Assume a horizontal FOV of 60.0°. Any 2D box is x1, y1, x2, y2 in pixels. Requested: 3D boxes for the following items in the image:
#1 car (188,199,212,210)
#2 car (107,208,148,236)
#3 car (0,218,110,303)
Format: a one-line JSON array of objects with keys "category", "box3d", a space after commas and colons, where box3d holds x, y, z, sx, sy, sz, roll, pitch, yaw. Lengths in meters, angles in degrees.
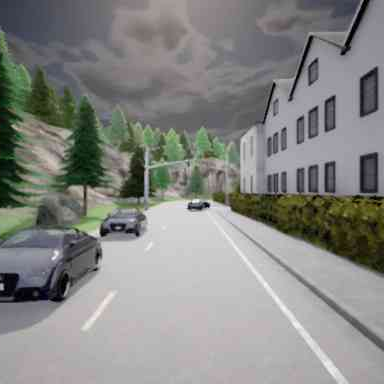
[{"category": "car", "box3d": [1.021, 1.532, 42.345, 1.994, 1.385, 4.181, 0, 0, 21]}, {"category": "car", "box3d": [-3.589, 1.551, 18.118, 1.994, 1.385, 4.181, 0, 0, 0]}, {"category": "car", "box3d": [-3.599, 1.558, 8.118, 1.994, 1.385, 4.181, 0, 0, 0]}]
